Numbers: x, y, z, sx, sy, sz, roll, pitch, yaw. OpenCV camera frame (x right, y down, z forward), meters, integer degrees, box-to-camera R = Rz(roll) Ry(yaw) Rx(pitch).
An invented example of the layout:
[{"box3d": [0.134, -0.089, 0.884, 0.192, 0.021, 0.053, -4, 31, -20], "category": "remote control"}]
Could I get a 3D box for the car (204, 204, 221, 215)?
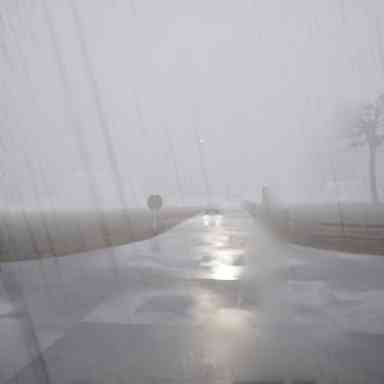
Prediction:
[{"box3d": [2.597, 2.148, 41.572, 1.895, 1.301, 4.718, 0, -1, 7], "category": "car"}]
